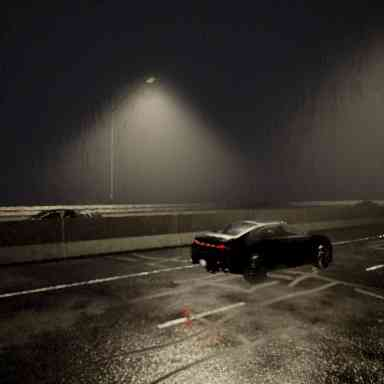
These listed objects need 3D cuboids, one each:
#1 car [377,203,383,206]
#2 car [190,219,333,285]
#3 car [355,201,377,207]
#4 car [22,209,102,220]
[{"bbox_3d":[28.745,1.769,47.158,4.553,1.767,2.097,0,0,-36],"label":"car"},{"bbox_3d":[2.220,1.569,9.785,4.902,1.511,2.128,0,-1,-37],"label":"car"},{"bbox_3d":[25.972,1.991,49.464,4.181,1.385,1.994,1,-1,-36],"label":"car"},{"bbox_3d":[-6.827,1.603,16.389,4.892,1.490,1.837,0,-1,-37],"label":"car"}]
